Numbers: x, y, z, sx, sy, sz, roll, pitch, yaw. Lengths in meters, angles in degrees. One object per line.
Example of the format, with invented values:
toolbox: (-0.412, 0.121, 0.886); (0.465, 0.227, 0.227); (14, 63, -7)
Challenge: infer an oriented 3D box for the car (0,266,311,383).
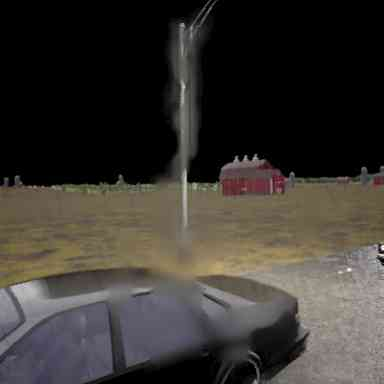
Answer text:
car: (-1.124, 1.556, 3.175); (5.357, 1.411, 2.033); (-1, 0, -36)

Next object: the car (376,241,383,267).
car: (7.035, 1.471, 9.133); (4.718, 1.301, 1.895); (-1, 0, -36)
